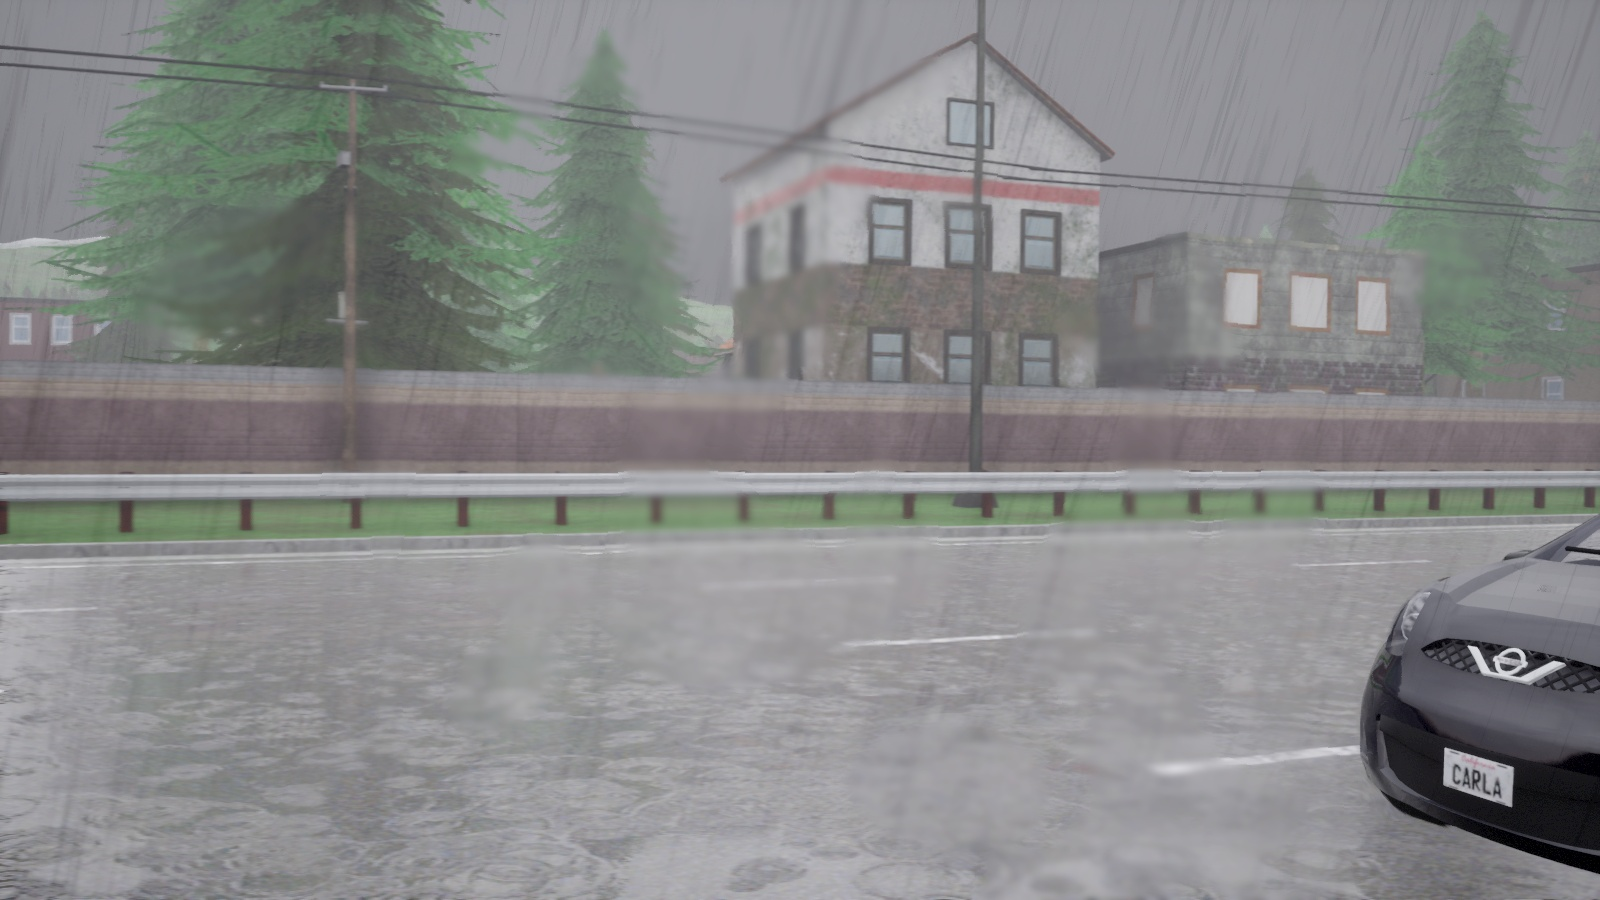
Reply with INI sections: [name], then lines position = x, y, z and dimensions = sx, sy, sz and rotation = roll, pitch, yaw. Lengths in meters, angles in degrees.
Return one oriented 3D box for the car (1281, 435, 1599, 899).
[car]
position = 3.922, 0.693, 4.728
dimensions = 3.633, 1.501, 1.845
rotation = -1, 1, -21
